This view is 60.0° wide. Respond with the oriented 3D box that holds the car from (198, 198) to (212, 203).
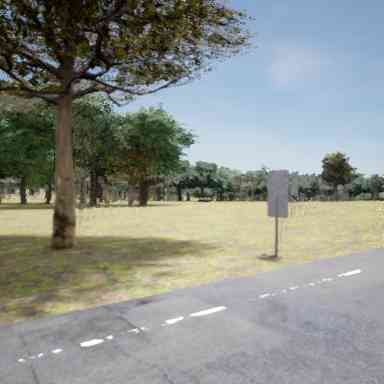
[{"bbox_3d":[3.616,2.325,89.621,1.895,1.301,4.718,2,-2,-29],"label":"car"}]
